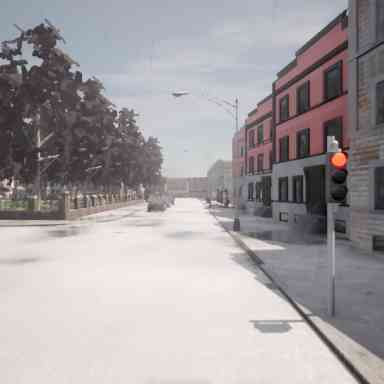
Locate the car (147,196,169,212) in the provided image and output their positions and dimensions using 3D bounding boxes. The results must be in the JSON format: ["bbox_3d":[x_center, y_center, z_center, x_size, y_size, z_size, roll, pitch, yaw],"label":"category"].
[{"bbox_3d":[-4.091,1.514,39.365,1.882,1.535,5.008,0,0,0],"label":"car"}]

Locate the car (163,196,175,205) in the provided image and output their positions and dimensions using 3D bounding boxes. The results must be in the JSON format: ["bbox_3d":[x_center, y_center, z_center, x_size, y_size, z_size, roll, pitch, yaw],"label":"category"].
[{"bbox_3d":[-4.056,1.559,59.664,1.837,1.490,4.892,0,0,0],"label":"car"}]

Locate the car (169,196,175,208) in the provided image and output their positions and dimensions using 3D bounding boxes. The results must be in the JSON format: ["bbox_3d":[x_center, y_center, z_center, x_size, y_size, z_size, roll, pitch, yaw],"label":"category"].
[{"bbox_3d":[-4.088,1.592,49.265,2.033,1.411,5.357,0,0,0],"label":"car"}]
